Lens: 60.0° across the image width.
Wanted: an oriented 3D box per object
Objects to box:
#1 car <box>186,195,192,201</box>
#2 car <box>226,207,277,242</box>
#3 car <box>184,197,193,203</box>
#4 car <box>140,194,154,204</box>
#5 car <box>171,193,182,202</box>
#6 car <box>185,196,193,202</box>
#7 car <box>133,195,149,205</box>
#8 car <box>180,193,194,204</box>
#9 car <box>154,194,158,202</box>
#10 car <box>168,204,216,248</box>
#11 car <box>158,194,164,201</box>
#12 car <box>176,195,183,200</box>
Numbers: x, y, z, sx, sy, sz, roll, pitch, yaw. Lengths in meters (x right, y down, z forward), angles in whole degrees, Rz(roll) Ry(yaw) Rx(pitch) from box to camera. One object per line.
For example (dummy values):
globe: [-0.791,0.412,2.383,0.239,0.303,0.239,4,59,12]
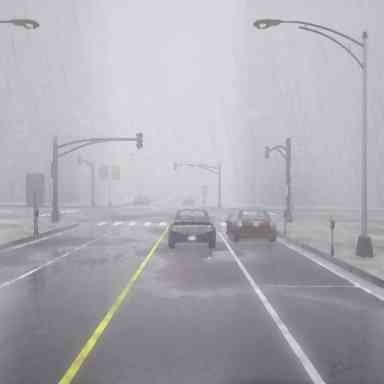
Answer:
car: [-0.801,1.610,90.382,1.752,1.417,4.829,0,0,0]
car: [2.762,1.438,16.269,1.967,1.590,4.097,0,0,0]
car: [-0.665,1.612,68.512,1.802,1.307,4.206,0,0,0]
car: [-9.157,1.333,63.039,2.192,1.841,5.009,0,0,0]
car: [-3.497,1.621,80.102,1.895,1.301,4.718,0,0,0]
car: [-0.733,1.601,79.362,1.887,1.381,4.507,0,0,0]
car: [-9.123,1.571,57.613,1.947,1.339,4.313,0,0,0]
car: [-0.598,1.446,57.663,1.967,1.590,4.097,0,0,0]
car: [-9.223,1.567,73.720,1.752,1.417,4.829,0,0,0]
car: [0.000,1.494,14.650,2.128,1.511,4.902,0,0,0]
car: [-9.325,1.666,90.168,1.802,1.307,4.206,0,0,0]
car: [-3.584,1.556,94.238,1.837,1.490,4.892,0,0,0]
